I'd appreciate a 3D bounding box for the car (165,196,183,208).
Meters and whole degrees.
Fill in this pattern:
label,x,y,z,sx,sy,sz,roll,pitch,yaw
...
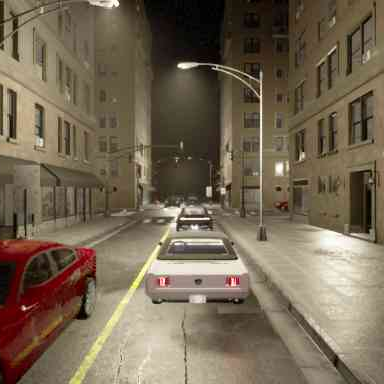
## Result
label,x,y,z,sx,sy,sz,roll,pitch,yaw
car,-2.834,1.398,48.979,2.097,1.767,4.553,0,0,0

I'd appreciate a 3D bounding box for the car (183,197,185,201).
label,x,y,z,sx,sy,sz,roll,pitch,yaw
car,-2.819,1.553,58.190,2.128,1.511,4.902,0,0,0

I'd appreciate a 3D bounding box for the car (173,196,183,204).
label,x,y,z,sx,sy,sz,roll,pitch,yaw
car,-2.754,1.583,67.658,1.837,1.490,4.892,0,0,1

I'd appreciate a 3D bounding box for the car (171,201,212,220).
label,x,y,z,sx,sy,sz,roll,pitch,yaw
car,0.109,1.499,18.295,2.128,1.511,4.902,0,0,-1

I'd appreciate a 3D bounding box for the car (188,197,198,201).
label,x,y,z,sx,sy,sz,roll,pitch,yaw
car,0.142,1.555,59.790,2.128,1.511,4.902,0,0,0

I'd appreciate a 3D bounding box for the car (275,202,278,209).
label,x,y,z,sx,sy,sz,roll,pitch,yaw
car,12.274,1.354,38.536,5.009,1.841,2.192,0,0,0

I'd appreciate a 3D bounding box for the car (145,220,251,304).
label,x,y,z,sx,sy,sz,roll,pitch,yaw
car,0.106,1.602,8.074,1.895,1.301,4.718,0,0,0

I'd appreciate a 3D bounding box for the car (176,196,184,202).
label,x,y,z,sx,sy,sz,roll,pitch,yaw
car,-2.734,1.616,77.946,1.812,1.442,4.674,0,0,0

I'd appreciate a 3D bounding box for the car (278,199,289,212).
label,x,y,z,sx,sy,sz,roll,pitch,yaw
car,12.243,1.533,35.999,4.892,1.490,1.837,0,0,0

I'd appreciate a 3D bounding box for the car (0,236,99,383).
label,x,y,z,sx,sy,sz,roll,pitch,yaw
car,-2.750,1.478,4.520,1.882,1.535,5.008,0,0,0
